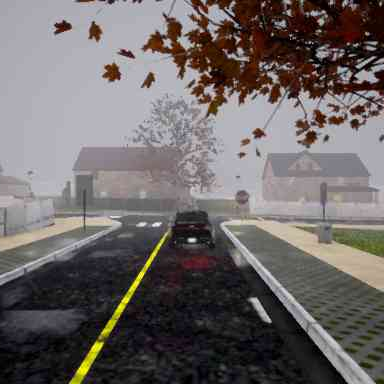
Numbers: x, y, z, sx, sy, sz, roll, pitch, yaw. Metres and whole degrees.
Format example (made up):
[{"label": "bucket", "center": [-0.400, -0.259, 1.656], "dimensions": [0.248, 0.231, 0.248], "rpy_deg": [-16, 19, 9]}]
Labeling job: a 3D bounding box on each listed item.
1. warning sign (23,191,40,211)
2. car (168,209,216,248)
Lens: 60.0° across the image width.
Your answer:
[{"label": "warning sign", "center": [-15.844, 0.879, 32.784], "dimensions": [1.060, 1.860, 1.300], "rpy_deg": [0, 1, 0]}, {"label": "car", "center": [0.000, 1.521, 14.651], "dimensions": [1.837, 1.490, 4.892], "rpy_deg": [0, 0, 0]}]
